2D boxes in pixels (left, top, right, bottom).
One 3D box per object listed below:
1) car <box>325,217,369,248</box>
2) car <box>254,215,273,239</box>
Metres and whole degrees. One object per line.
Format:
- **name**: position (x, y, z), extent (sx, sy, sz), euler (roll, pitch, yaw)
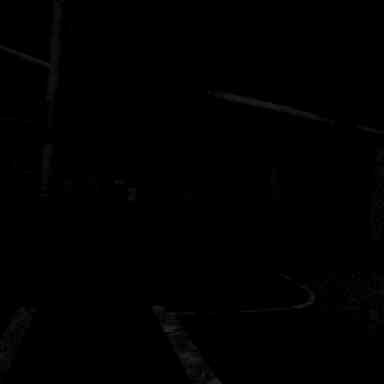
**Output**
- **car**: position (10.987, 2.754, 22.894), extent (1.905, 1.878, 3.866), euler (4, -2, -17)
- **car**: position (4.310, 2.574, 25.402), extent (2.242, 1.667, 4.611), euler (4, -2, -17)
